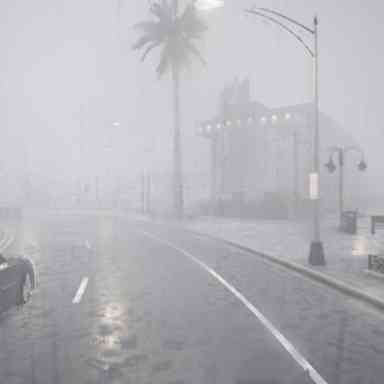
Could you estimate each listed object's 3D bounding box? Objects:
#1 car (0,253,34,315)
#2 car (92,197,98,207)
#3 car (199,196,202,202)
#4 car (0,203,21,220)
[{"bbox_3d":[-4.092,1.556,5.260,1.837,1.490,4.892,0,0,-7],"label":"car"},{"bbox_3d":[-17.963,1.725,58.801,4.553,1.767,2.185,0,0,36],"label":"car"},{"bbox_3d":[2.306,1.824,58.283,4.674,1.452,2.002,0,0,36],"label":"car"},{"bbox_3d":[-17.418,1.748,30.616,5.008,1.535,1.882,-1,-1,44],"label":"car"}]
